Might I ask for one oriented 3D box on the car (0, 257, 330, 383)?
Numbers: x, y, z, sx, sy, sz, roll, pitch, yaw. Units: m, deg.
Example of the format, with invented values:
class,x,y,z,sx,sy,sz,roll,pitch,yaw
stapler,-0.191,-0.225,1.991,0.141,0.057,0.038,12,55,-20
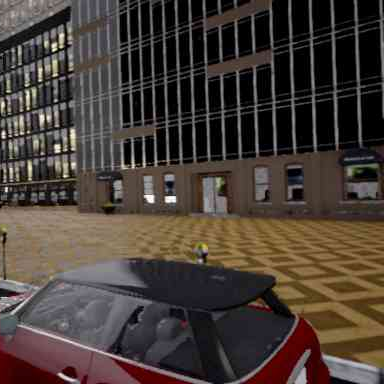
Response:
class,x,y,z,sx,sy,sz,roll,pitch,yaw
car,-0.849,1.432,3.459,4.097,1.590,1.967,-1,0,33
